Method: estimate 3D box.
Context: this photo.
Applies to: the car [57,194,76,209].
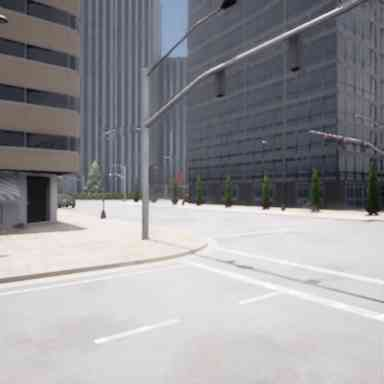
[{"bbox_3d":[-18.403,1.325,47.651,2.150,2.045,5.566,0,0,-36],"label":"car"}]
